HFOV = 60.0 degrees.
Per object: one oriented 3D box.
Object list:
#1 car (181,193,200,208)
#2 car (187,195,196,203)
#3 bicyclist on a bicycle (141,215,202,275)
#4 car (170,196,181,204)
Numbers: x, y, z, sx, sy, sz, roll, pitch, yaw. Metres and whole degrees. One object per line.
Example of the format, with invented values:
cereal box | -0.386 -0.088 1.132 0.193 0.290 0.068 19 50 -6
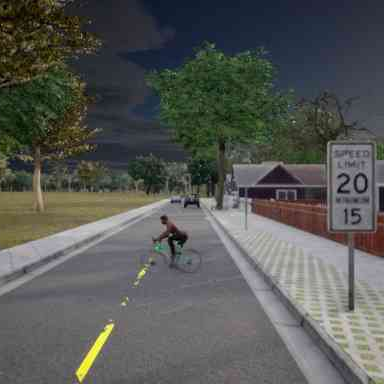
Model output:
car | 0.003 1.182 47.538 2.150 2.045 5.566 0 0 1
car | -0.052 1.357 68.858 1.882 1.535 5.008 0 0 0
bicyclist on a bicycle | -0.573 1.443 9.002 1.656 1.620 0.582 -1 0 0
car | -2.867 1.396 59.385 1.882 1.535 5.008 0 0 0
